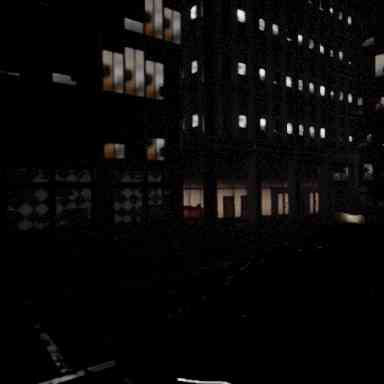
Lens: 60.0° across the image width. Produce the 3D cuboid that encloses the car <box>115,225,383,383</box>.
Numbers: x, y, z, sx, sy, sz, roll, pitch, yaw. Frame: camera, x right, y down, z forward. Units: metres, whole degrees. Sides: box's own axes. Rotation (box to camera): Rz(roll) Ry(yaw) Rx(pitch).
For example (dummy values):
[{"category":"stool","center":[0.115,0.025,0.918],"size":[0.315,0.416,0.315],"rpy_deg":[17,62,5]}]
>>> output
[{"category":"car","center":[1.482,1.474,4.436],"size":[5.008,1.535,1.882],"rpy_deg":[0,0,-35]}]

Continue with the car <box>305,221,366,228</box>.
[{"category":"car","center":[3.935,1.537,9.380],"size":[4.507,1.381,1.887],"rpy_deg":[0,-1,-35]}]
